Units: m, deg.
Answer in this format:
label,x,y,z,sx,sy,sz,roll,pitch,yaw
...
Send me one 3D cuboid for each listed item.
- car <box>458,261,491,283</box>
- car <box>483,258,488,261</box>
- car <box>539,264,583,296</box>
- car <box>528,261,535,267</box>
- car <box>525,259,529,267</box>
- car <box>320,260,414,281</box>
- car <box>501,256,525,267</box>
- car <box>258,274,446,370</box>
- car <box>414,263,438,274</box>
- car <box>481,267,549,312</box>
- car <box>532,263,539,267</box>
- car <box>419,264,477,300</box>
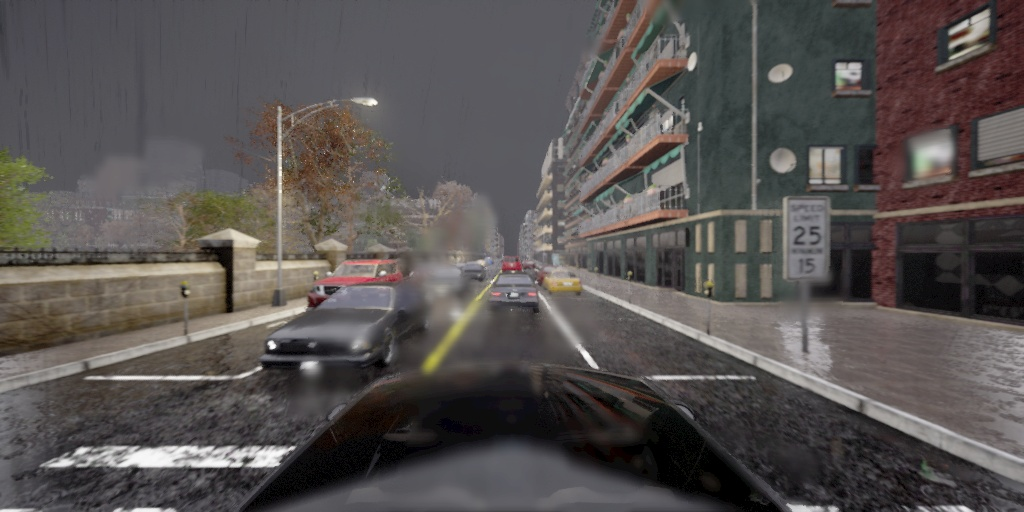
label,x,y,z,sx,sy,sz,roll,pitch,yaw
car,-3.090,1.347,29.240,2.033,1.411,5.357,0,0,1
car,-5.710,1.398,63.508,1.751,1.417,4.829,0,0,0
car,2.684,1.305,19.570,1.751,1.417,4.829,0,0,0
car,2.680,1.352,30.471,2.007,1.370,4.403,0,0,0
car,2.674,1.393,52.611,1.888,1.381,4.507,0,0,0
car,-5.695,1.084,13.862,2.192,1.841,5.009,0,0,0
car,-0.005,1.043,39.424,2.150,2.045,5.566,0,0,0
car,-3.096,1.308,8.181,2.033,1.411,5.357,0,0,0
car,-5.698,1.230,24.932,1.967,1.591,4.097,0,0,0
car,0.095,1.318,14.178,2.033,1.411,5.357,0,0,0
car,2.682,1.336,24.935,1.888,1.381,4.507,0,0,0
car,-3.098,1.304,18.197,1.812,1.442,4.674,0,0,1
